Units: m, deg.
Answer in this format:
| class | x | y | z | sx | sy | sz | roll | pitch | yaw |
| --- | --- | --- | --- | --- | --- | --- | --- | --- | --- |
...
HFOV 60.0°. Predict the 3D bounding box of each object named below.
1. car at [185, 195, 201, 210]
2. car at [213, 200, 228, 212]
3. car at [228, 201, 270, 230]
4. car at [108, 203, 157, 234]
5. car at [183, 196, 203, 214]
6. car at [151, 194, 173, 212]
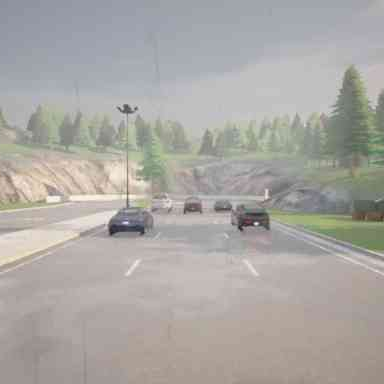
| class | x | y | z | sx | sy | sz | roll | pitch | yaw |
| --- | --- | --- | --- | --- | --- | --- | --- | --- | --- |
| car | 0.189 | 1.352 | 44.472 | 2.097 | 1.767 | 4.553 | 0 | 0 | 1 |
| car | 3.616 | 1.564 | 39.152 | 1.994 | 1.385 | 4.181 | 0 | 0 | 0 |
| car | 3.601 | 1.505 | 20.982 | 1.837 | 1.490 | 4.892 | 0 | 0 | 0 |
| car | -3.400 | 1.564 | 19.078 | 1.994 | 1.385 | 4.181 | 0 | 0 | 0 |
| car | 0.092 | 1.478 | 35.244 | 1.882 | 1.535 | 5.008 | 0 | 0 | 0 |
| car | -3.392 | 1.221 | 38.248 | 2.150 | 2.045 | 5.566 | 0 | 0 | 0 |
